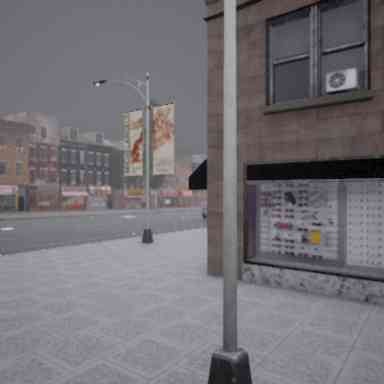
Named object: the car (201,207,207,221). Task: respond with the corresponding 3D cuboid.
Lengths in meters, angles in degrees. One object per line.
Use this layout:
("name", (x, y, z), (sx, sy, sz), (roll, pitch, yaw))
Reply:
("car", (2.748, 1.857, 30.629), (2.128, 1.511, 4.902), (0, -1, 35))
